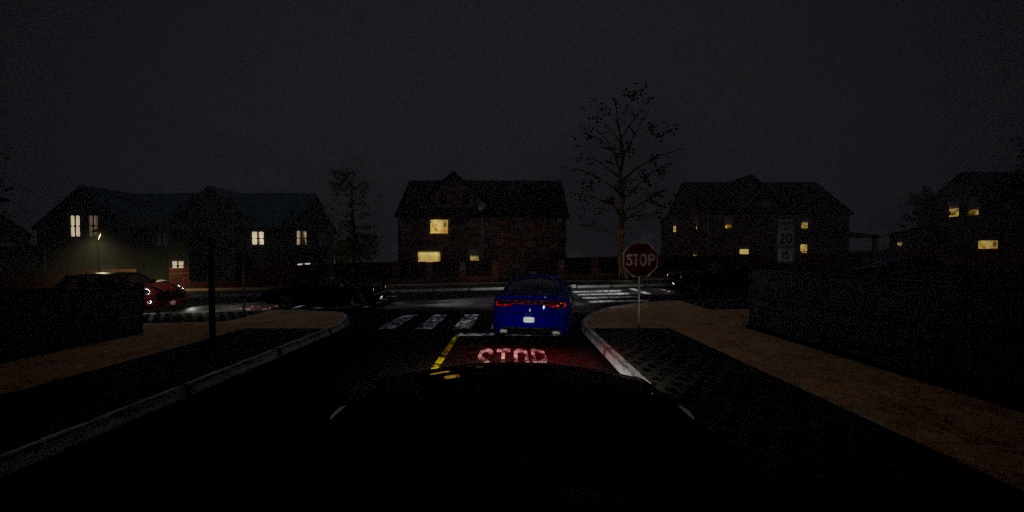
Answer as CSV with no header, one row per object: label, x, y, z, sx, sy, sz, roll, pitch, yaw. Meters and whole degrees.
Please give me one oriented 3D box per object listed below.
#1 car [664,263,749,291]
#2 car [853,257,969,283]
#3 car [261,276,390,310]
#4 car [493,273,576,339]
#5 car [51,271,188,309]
car,10.408,1.034,18.319,4.718,1.301,1.895,-1,1,-1
car,20.053,0.753,18.357,5.357,1.411,2.033,-1,1,0
car,-7.814,1.506,15.388,4.718,1.301,1.895,-1,1,0
car,0.785,1.226,10.182,1.882,1.535,5.008,0,0,10
car,-16.801,1.471,15.379,4.553,1.767,2.097,-1,1,0
